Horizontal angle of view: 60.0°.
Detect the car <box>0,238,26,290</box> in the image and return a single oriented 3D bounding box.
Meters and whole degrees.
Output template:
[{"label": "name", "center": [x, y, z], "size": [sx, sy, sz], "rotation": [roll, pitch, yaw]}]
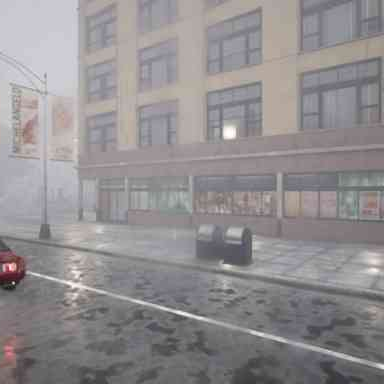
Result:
[{"label": "car", "center": [-5.720, 1.598, 8.156], "size": [1.895, 1.301, 4.718], "rotation": [0, 0, -42]}]
